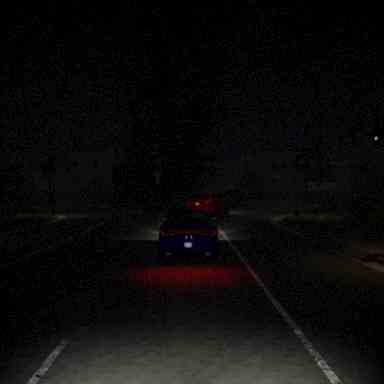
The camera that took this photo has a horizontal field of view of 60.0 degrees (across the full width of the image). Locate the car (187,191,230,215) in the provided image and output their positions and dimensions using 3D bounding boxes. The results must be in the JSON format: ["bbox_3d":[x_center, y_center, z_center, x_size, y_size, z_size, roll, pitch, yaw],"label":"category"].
[{"bbox_3d":[1.397,0.915,26.405,2.150,2.045,5.566,0,1,22],"label":"car"}]

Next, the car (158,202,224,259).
[{"bbox_3d":[-0.116,1.336,12.042,1.882,1.535,5.008,0,1,0],"label":"car"}]
